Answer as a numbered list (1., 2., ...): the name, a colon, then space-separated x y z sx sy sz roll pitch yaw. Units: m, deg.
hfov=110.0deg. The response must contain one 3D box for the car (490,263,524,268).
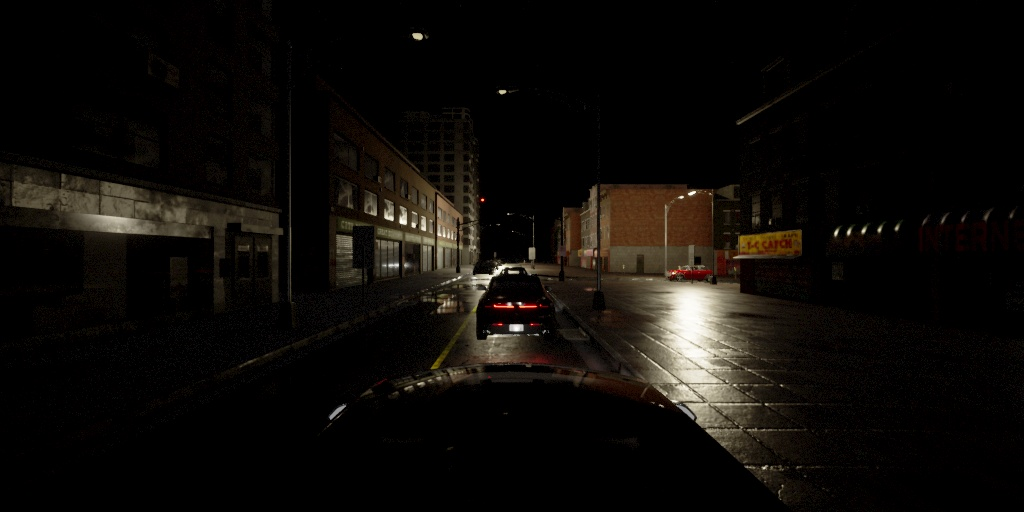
1. car: 0.093 1.298 19.546 2.033 1.411 5.357 0 0 0

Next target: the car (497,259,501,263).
1. car: -2.889 1.254 51.012 1.837 1.490 4.892 0 0 0

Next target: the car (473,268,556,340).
1. car: 0.085 1.255 9.935 1.837 1.490 4.892 0 0 0

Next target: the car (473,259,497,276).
1. car: -2.877 1.228 36.448 1.882 1.535 5.008 0 0 0

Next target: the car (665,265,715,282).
1. car: 16.332 1.574 33.134 4.097 1.591 1.967 0 0 0
